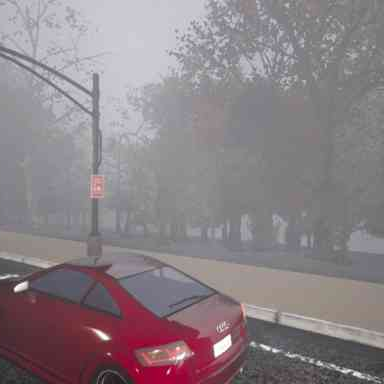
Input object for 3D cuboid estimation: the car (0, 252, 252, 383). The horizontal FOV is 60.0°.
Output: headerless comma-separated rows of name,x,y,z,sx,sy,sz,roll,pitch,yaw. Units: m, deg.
car,-1.314,1.563,4.618,4.181,1.385,1.994,0,0,35
